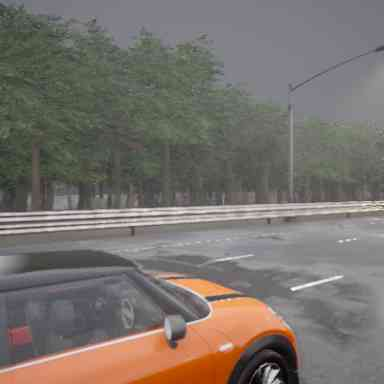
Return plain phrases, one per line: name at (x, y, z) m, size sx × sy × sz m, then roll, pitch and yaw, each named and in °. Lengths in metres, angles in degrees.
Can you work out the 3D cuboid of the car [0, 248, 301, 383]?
car at (-1.048, 1.352, 3.121) m, size 4.553 × 1.767 × 2.097 m, roll 0°, pitch 0°, yaw -36°
